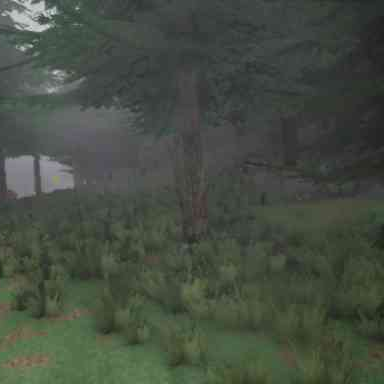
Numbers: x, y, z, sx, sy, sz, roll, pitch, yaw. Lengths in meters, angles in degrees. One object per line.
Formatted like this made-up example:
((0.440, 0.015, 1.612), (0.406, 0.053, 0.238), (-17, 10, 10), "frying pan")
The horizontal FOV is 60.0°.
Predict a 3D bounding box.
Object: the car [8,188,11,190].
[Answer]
((-18.392, 0.342, 30.927), (2.150, 2.045, 5.566), (-4, 3, -4), "car")
